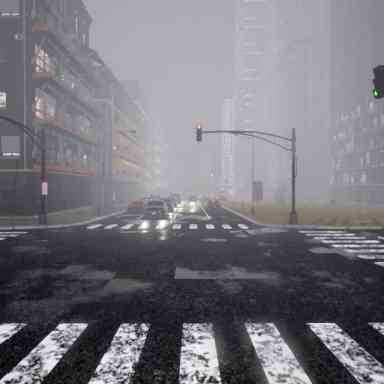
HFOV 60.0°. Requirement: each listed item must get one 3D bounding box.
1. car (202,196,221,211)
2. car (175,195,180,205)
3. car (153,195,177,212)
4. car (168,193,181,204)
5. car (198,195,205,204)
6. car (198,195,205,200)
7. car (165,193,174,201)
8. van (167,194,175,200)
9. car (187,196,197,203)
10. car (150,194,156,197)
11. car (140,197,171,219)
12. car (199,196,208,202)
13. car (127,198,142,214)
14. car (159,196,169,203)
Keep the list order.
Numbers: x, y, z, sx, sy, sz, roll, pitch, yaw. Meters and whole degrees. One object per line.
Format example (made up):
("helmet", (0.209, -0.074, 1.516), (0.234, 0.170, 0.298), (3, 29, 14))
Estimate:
("car", (2.612, 1.540, 41.076), (1.887, 1.381, 4.507), (-1, 0, 0))
("car", (-3.130, 1.522, 48.764), (1.812, 1.442, 4.674), (0, 0, 0))
("car", (-3.128, 1.473, 38.881), (1.882, 1.535, 5.008), (0, 0, 0))
("car", (-3.089, 1.220, 59.321), (2.150, 2.045, 5.566), (0, 0, 1))
("car", (2.593, 1.551, 63.672), (2.008, 1.369, 4.403), (-1, 0, 0))
("car", (2.569, 1.535, 92.087), (1.752, 1.417, 4.829), (-1, 0, 0))
("car", (-5.777, 1.322, 86.203), (2.192, 1.841, 5.009), (-1, 0, 0))
("van", (-5.781, 1.350, 91.851), (1.690, 1.788, 3.998), (-1, 0, 0))
("car", (0.043, 1.479, 69.792), (1.882, 1.535, 5.008), (0, 0, 0))
("car", (-5.736, 1.436, 41.012), (1.967, 1.590, 4.097), (-1, 0, 0))
("car", (-3.123, 1.501, 29.334), (1.837, 1.490, 4.892), (0, 0, 0))
("car", (2.584, 1.548, 74.970), (1.887, 1.381, 4.507), (-1, 0, 0))
("car", (-5.730, 1.540, 35.363), (1.887, 1.381, 4.507), (-1, 0, 0))
("car", (-5.758, 1.583, 69.257), (1.802, 1.307, 4.206), (-1, 0, 0))
